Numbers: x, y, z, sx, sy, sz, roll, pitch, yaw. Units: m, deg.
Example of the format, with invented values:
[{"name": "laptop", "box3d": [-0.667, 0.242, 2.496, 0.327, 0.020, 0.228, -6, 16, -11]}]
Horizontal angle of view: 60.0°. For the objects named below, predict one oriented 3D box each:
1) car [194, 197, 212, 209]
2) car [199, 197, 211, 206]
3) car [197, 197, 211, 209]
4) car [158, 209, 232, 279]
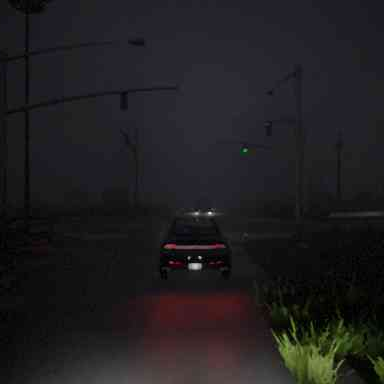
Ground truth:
[{"name": "car", "box3d": [1.340, 1.541, 38.980, 1.812, 1.442, 4.674, 0, 0, 3]}, {"name": "car", "box3d": [2.307, 1.604, 58.132, 1.994, 1.385, 4.181, 0, 0, 3]}, {"name": "car", "box3d": [1.794, 1.505, 48.189, 1.882, 1.535, 5.008, 0, 0, 3]}, {"name": "car", "box3d": [0.062, 1.505, 10.105, 2.128, 1.511, 4.902, 0, 0, 0]}]
